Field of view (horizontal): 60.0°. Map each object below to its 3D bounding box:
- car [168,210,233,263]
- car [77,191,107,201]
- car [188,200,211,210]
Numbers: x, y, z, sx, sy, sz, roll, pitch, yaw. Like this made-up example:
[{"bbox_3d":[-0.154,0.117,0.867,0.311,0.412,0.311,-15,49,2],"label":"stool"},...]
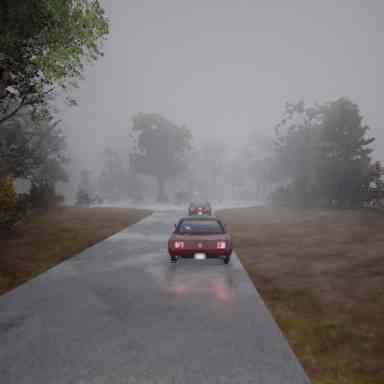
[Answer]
[{"bbox_3d":[0.277,1.524,11.707,1.895,1.301,4.718,0,1,1],"label":"car"},{"bbox_3d":[-15.335,0.683,49.674,2.150,2.045,5.566,0,1,-39],"label":"car"},{"bbox_3d":[0.687,1.369,28.438,1.895,1.301,4.718,0,1,2],"label":"car"}]
